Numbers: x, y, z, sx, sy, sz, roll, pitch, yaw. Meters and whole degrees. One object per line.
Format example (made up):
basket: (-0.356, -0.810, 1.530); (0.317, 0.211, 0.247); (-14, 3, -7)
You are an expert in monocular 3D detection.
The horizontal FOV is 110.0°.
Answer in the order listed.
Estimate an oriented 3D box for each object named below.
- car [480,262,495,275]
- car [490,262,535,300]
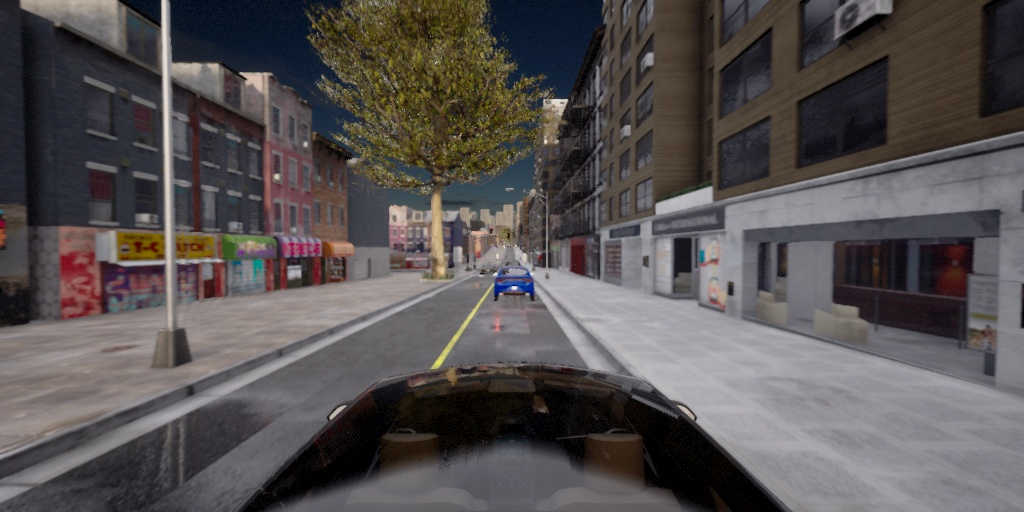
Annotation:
car: (-2.761, 1.488, 43.480); (1.837, 1.490, 4.892); (0, -1, 0)
car: (0.103, 1.261, 18.068); (1.882, 1.535, 5.008); (0, 0, 0)
